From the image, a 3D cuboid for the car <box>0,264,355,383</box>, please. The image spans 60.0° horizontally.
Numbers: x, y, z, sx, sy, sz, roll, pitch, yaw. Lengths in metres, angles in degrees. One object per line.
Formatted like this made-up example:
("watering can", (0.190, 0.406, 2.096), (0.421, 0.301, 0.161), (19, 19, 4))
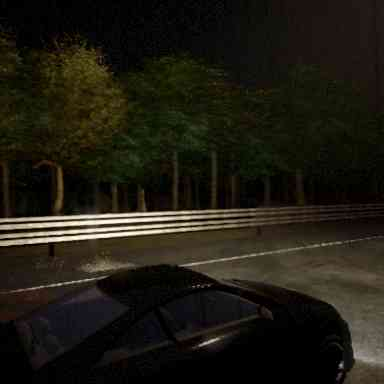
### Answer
("car", (-0.078, 1.558, 3.695), (4.181, 1.385, 1.994), (0, 0, -35))
